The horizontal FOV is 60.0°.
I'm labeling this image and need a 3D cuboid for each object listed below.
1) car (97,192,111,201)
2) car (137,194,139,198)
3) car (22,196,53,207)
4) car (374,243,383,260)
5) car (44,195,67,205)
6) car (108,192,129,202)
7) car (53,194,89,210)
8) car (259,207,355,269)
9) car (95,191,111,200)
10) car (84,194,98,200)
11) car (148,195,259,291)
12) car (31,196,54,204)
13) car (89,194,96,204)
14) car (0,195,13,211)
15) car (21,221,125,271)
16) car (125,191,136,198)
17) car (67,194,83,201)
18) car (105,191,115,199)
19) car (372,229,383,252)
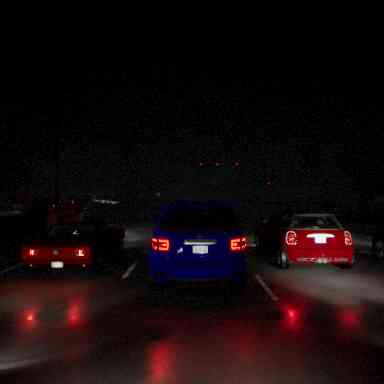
[{"bbox_3d":[-18.169,1.191,71.609,2.033,1.411,5.357,0,0,-1],"label":"car"},{"bbox_3d":[-14.999,1.099,86.855,2.033,1.411,5.357,0,0,-3],"label":"car"},{"bbox_3d":[-17.929,1.355,38.797,1.837,1.490,4.892,0,0,-1],"label":"car"},{"bbox_3d":[3.597,1.490,2.113,2.128,1.511,4.902,0,0,0],"label":"car"},{"bbox_3d":[-21.561,1.289,52.785,1.812,1.442,4.674,0,0,0],"label":"car"},{"bbox_3d":[-14.632,1.229,66.556,2.033,1.411,5.357,0,0,0],"label":"car"},{"bbox_3d":[-14.438,1.196,39.839,2.097,1.767,4.553,0,0,-1],"label":"car"},{"bbox_3d":[3.519,1.335,11.257,2.097,1.767,4.553,0,0,0],"label":"car"},{"bbox_3d":[-21.764,0.954,80.388,2.097,1.767,4.553,0,0,-1],"label":"car"},{"bbox_3d":[-25.341,1.119,83.568,2.033,1.411,5.357,0,0,-1],"label":"car"},{"bbox_3d":[0.054,1.208,9.160,2.150,2.045,5.566,0,0,-2],"label":"car"},{"bbox_3d":[-25.078,1.346,55.946,1.895,1.301,4.718,0,0,0],"label":"car"},{"bbox_3d":[-18.085,1.347,55.686,1.895,1.301,4.718,0,0,0],"label":"car"},{"bbox_3d":[-21.389,1.390,36.279,1.812,1.442,4.674,0,0,-1],"label":"car"},{"bbox_3d":[-3.475,1.585,10.801,1.895,1.301,4.718,0,0,0],"label":"car"},{"bbox_3d":[-14.723,0.845,76.773,2.150,2.045,5.566,0,0,-1],"label":"car"},{"bbox_3d":[-25.169,1.151,71.556,1.837,1.490,4.892,0,0,-1],"label":"car"},{"bbox_3d":[-22.761,0.753,92.625,2.150,2.045,5.566,0,0,-7],"label":"car"},{"bbox_3d":[7.030,1.478,9.356,2.128,1.511,4.902,0,0,0],"label":"car"}]
